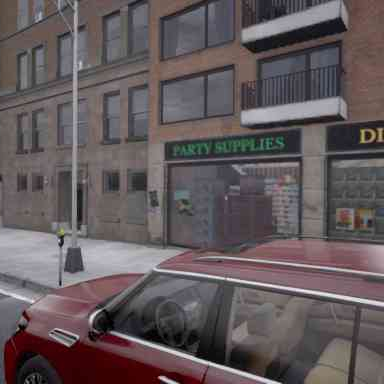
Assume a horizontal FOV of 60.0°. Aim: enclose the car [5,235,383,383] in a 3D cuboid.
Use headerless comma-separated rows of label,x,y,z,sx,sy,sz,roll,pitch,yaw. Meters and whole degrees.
car,0.547,1.315,2.676,5.009,1.841,2.192,0,1,35
